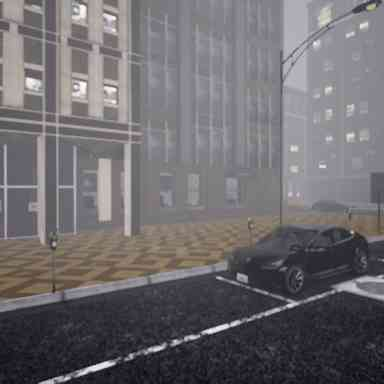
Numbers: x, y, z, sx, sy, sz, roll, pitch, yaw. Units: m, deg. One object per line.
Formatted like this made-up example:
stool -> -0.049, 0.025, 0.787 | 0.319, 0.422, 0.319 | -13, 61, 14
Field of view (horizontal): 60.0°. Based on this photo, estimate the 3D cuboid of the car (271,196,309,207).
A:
car -> 13.056, 1.234, 44.511 | 1.752, 1.417, 4.829 | 0, 0, -36

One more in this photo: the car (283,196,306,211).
car -> 9.751, 1.263, 34.747 | 1.752, 1.417, 4.829 | 0, 0, -36

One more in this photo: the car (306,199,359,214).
car -> 12.954, 1.330, 30.285 | 1.802, 1.307, 4.206 | 0, 0, -36

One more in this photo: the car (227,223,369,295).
car -> 2.886, 1.514, 8.620 | 4.313, 1.339, 1.947 | -1, 1, -36
